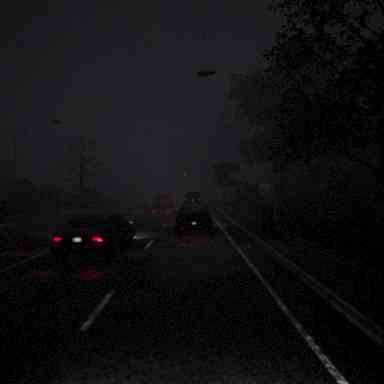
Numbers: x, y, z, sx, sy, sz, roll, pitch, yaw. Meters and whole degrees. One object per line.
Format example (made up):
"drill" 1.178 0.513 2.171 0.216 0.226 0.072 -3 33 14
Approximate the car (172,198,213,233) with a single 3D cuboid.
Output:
"car" 0.101 1.340 18.527 1.882 1.535 5.008 0 0 0

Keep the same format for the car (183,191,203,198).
"car" 0.103 0.939 38.342 2.150 2.045 5.566 0 0 0

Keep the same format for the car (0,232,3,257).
"car" -7.099 1.289 8.702 2.097 1.767 4.553 0 0 0

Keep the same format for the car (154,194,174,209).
"car" -3.398 1.053 40.696 2.097 1.767 4.553 0 0 0

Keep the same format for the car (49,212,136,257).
"car" -3.418 1.455 12.436 2.033 1.411 5.357 0 0 0
